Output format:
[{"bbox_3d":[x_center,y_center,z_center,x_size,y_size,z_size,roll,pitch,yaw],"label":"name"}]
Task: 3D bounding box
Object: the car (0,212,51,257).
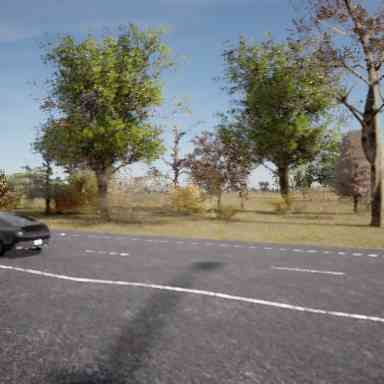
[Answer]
[{"bbox_3d":[-7.689,1.533,12.733,4.892,1.490,1.837,0,-2,23],"label":"car"}]
